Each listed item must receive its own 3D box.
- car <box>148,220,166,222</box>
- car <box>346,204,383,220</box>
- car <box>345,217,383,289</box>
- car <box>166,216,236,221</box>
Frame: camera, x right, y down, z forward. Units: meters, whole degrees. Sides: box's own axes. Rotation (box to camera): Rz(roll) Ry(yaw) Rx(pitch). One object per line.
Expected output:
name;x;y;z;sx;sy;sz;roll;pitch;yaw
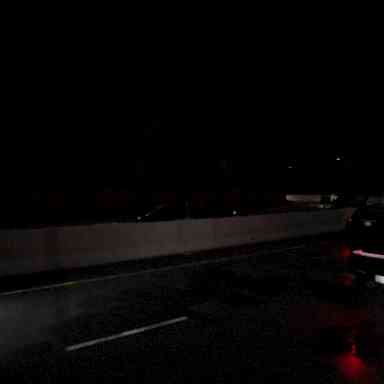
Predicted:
car;-1.866;1.523;24.526;4.674;1.442;1.812;0;0;-40
car;8.889;1.346;15.123;4.553;1.767;2.097;0;0;-40
car;5.640;1.489;7.939;4.902;1.511;2.128;0;0;-38
car;0.918;1.501;22.294;4.892;1.490;1.837;0;1;-40
